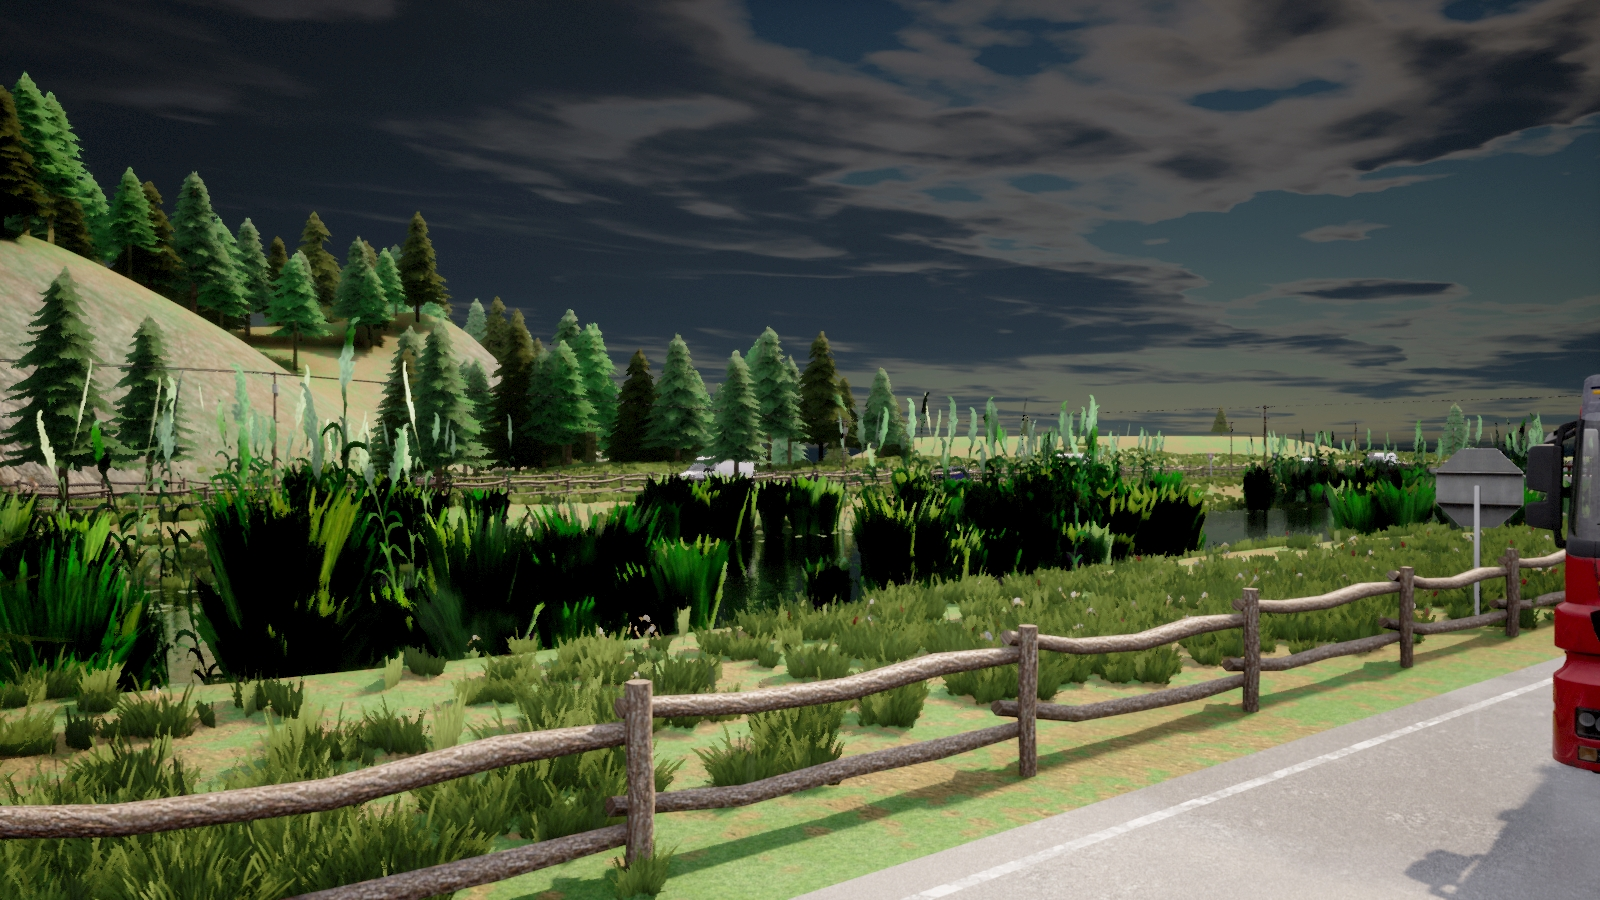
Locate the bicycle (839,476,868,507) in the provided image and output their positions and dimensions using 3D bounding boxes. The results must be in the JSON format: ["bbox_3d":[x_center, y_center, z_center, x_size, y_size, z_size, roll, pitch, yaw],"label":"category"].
[{"bbox_3d":[2.638,2.030,56.060,1.643,1.496,0.373,0,0,-43],"label":"bicycle"}]

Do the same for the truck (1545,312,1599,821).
[{"bbox_3d":[9.673,0.862,11.001,2.891,3.827,8.468,0,1,42],"label":"truck"}]

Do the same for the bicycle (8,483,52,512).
[{"bbox_3d":[-35.252,2.158,52.308,0.859,1.276,1.487,0,0,42],"label":"bicycle"}]
